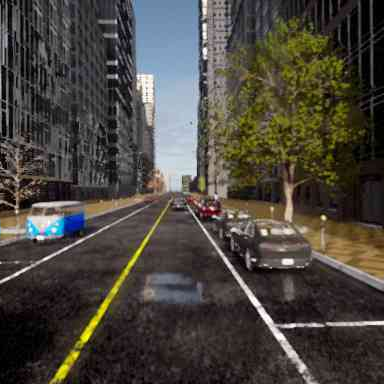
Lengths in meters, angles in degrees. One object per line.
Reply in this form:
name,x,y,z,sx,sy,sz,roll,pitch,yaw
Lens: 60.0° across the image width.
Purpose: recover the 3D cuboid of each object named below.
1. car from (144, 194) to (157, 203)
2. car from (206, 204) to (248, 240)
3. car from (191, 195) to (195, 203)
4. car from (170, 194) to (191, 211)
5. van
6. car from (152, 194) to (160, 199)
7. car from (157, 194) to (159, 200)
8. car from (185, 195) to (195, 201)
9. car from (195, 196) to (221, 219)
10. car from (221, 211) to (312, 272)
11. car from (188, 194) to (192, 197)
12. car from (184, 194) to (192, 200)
car,-8.624,1.369,66.979,1.887,1.381,4.507,0,0,-3
car,2.038,1.485,16.166,2.008,1.369,4.403,0,0,-3
car,1.274,1.318,33.226,1.967,1.590,4.097,0,0,-3
car,-1.593,1.373,39.310,2.128,1.511,4.902,-1,0,-3
van,-6.335,1.354,15.795,1.690,1.788,3.998,0,0,-3
car,-9.643,1.285,89.727,1.947,1.339,4.313,0,0,-3
car,-8.879,1.381,72.667,1.802,1.307,4.206,0,0,-3
car,-0.507,1.286,73.033,1.947,1.339,4.313,0,0,-3
car,1.528,1.337,27.540,1.967,1.590,4.097,0,0,-3
car,2.293,1.501,10.480,2.008,1.369,4.403,0,0,-3
car,0.257,1.339,55.974,1.887,1.381,4.507,0,0,-3
car,-1.016,1.234,84.406,1.947,1.339,4.313,0,0,-3
